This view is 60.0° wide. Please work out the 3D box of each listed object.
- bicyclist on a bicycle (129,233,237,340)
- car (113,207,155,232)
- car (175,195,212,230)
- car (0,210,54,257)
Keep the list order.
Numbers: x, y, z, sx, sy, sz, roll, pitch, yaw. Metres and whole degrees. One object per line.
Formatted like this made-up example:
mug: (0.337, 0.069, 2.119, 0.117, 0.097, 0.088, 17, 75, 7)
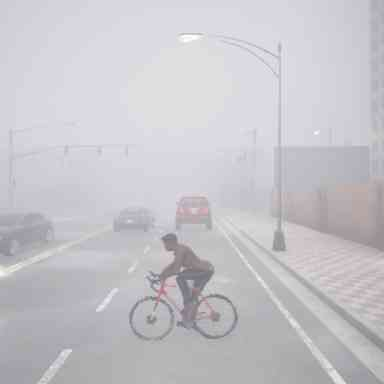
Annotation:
bicyclist on a bicycle: (-0.148, 1.447, 5.039, 1.656, 1.620, 0.582, -2, 0, 0)
car: (-3.404, 1.563, 20.100, 1.994, 1.385, 4.181, 0, 0, 0)
car: (0.096, 1.221, 21.445, 2.150, 2.045, 5.566, 0, 0, 0)
car: (-7.080, 1.504, 13.024, 1.837, 1.490, 4.892, 0, 0, 0)
